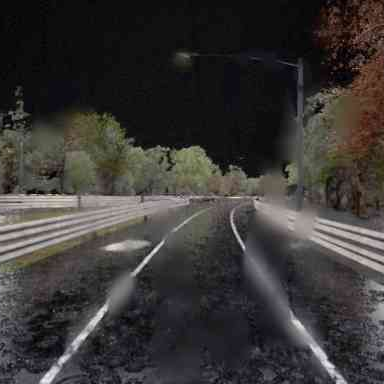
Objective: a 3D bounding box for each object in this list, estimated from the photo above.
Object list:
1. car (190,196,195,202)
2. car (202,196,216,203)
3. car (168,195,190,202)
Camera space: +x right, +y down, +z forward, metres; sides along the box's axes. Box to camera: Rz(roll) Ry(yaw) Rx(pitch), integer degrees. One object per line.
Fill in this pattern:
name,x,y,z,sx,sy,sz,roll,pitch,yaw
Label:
car,-0.950,1.564,79.409,1.882,1.535,5.008,0,-1,24
car,3.772,1.563,72.840,1.837,1.490,4.892,0,-1,24
car,-2.932,1.456,66.446,2.033,1.411,5.357,0,-1,24
